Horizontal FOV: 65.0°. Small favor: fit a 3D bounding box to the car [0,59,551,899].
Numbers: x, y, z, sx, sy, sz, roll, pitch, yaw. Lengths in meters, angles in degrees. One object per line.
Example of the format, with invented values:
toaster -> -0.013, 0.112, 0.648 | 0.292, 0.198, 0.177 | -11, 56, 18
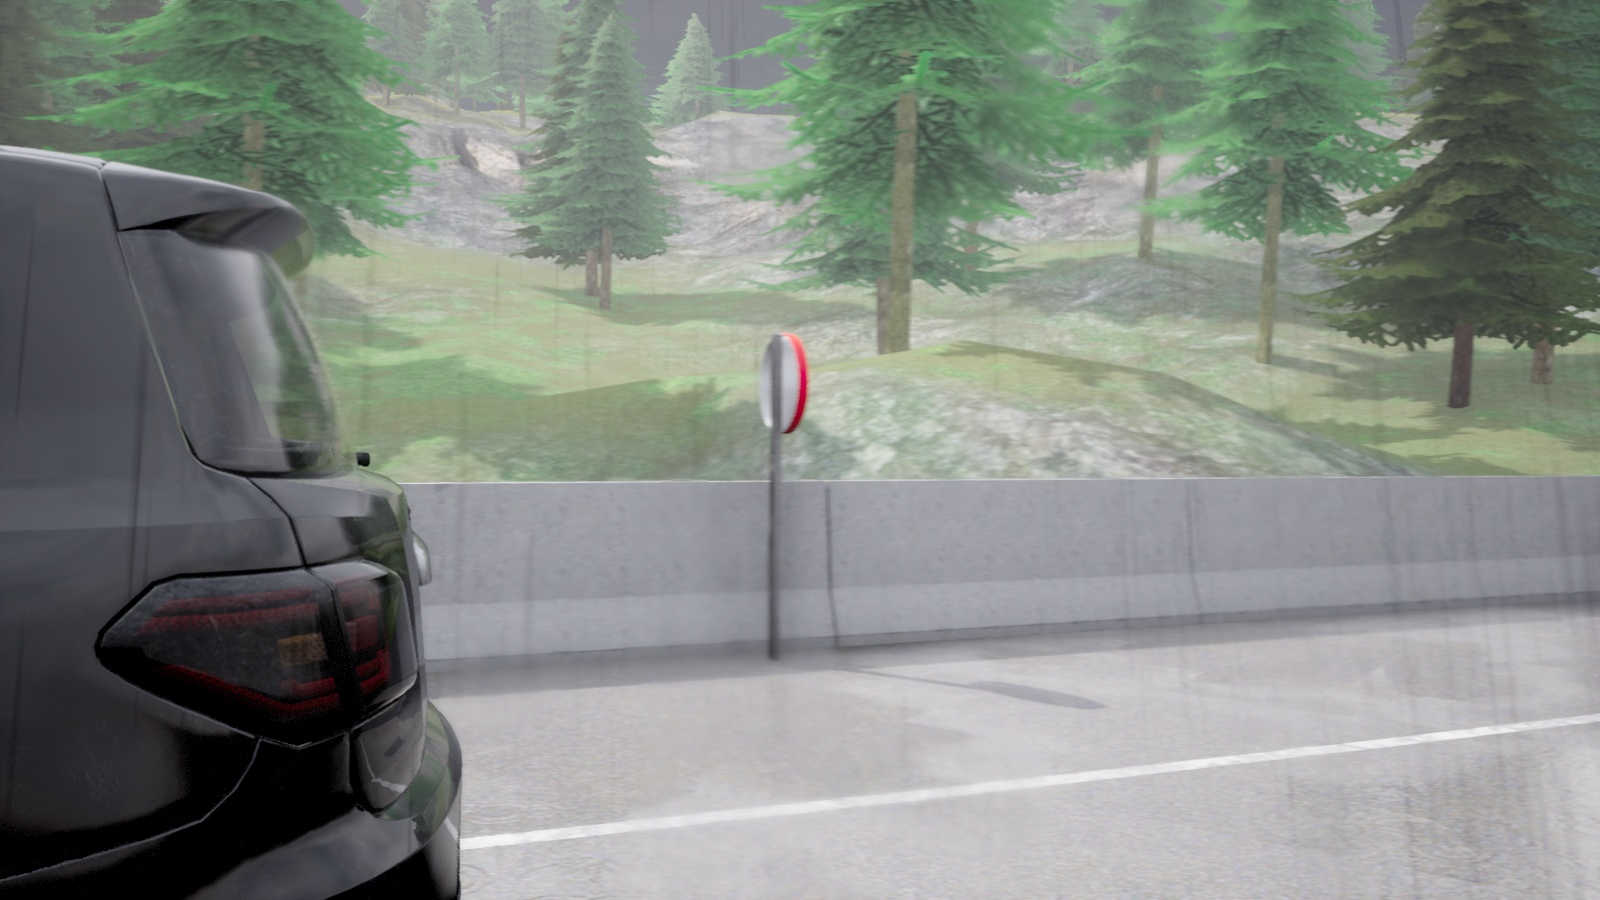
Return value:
car -> -3.365, 0.529, 1.963 | 5.566, 2.045, 2.150 | -1, 1, -20
